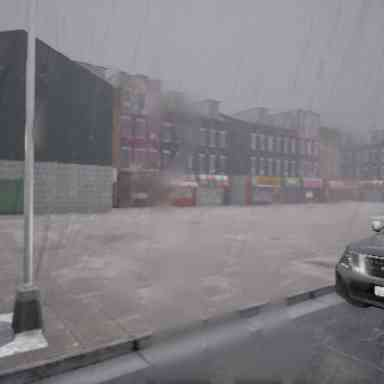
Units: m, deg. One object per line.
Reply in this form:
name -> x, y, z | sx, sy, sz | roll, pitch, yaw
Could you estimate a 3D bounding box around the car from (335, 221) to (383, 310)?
car -> 5.271, 1.206, 6.716 | 5.566, 2.045, 2.150 | 0, 0, -34
